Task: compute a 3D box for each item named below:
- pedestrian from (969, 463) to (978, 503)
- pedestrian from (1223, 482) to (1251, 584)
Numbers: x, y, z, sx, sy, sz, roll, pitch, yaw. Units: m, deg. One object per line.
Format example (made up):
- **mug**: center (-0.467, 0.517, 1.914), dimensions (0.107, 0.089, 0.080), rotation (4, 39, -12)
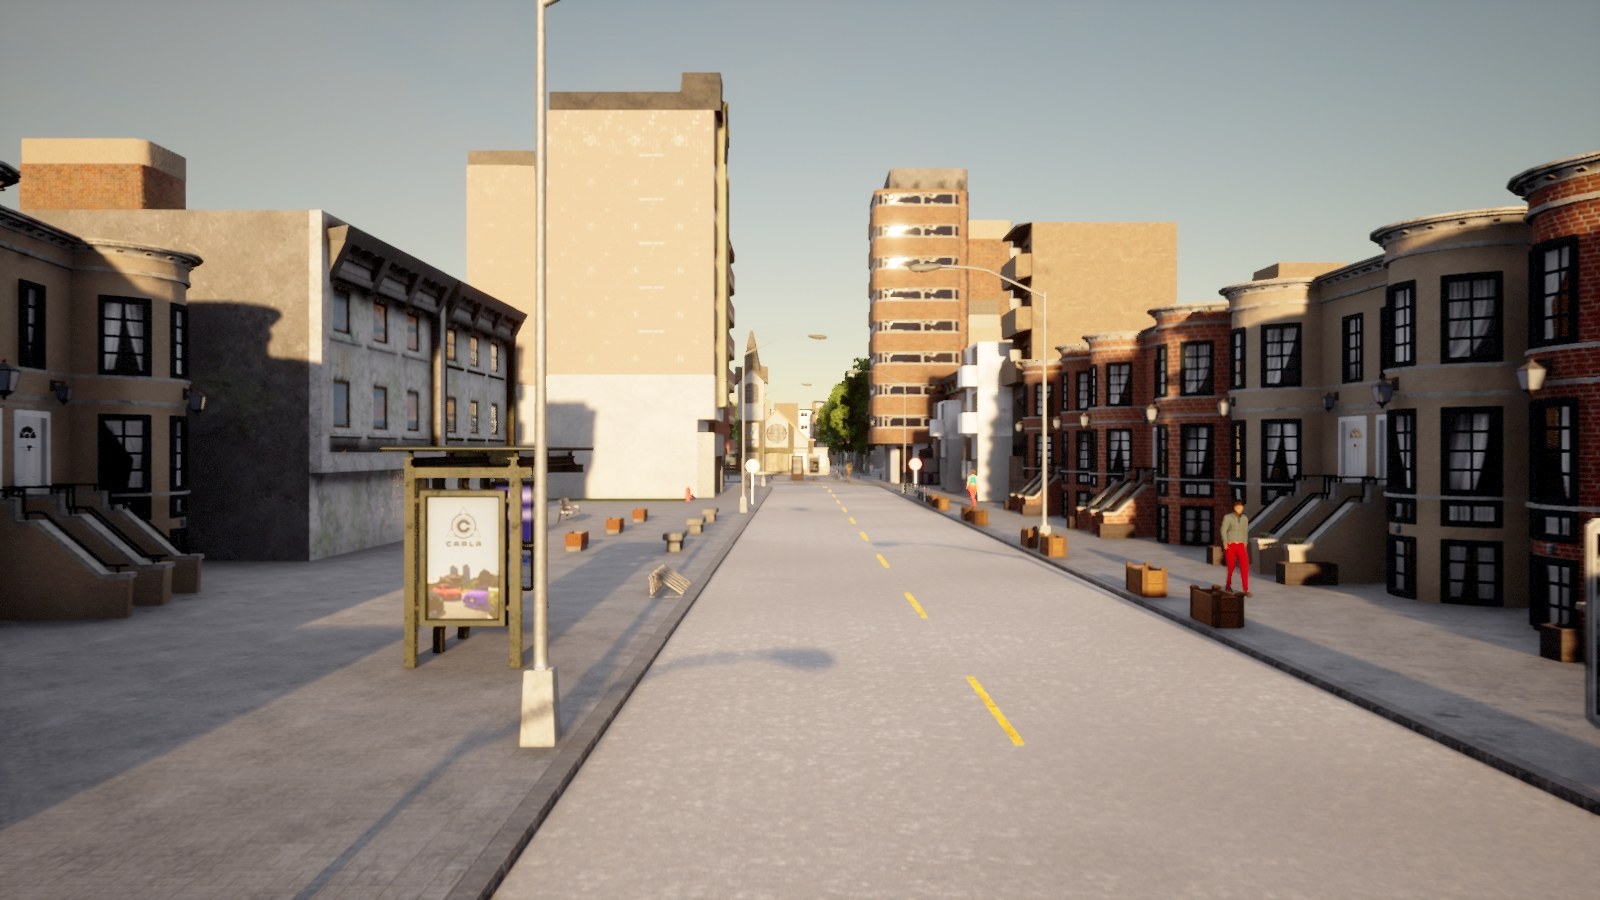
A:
- **pedestrian**: center (8.035, 1.525, 52.916), dimensions (0.375, 1.860, 0.375), rotation (0, 0, -3)
- **pedestrian**: center (8.049, 1.525, 21.061), dimensions (0.375, 1.860, 0.375), rotation (0, 0, 0)
